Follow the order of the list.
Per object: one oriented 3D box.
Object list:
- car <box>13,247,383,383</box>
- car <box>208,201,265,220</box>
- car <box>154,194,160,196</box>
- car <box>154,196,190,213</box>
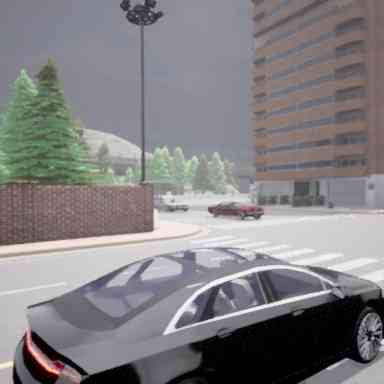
[{"bbox_3d":[0.560,1.464,4.132,4.902,1.511,2.128,-1,0,-35],"label":"car"},{"bbox_3d":[3.332,1.369,25.588,1.895,1.301,4.718,-1,0,-35],"label":"car"},{"bbox_3d":[-5.615,1.260,43.624,1.812,1.442,4.674,-1,0,-10],"label":"car"},{"bbox_3d":[-2.090,1.363,34.051,1.895,1.301,4.718,-1,0,-30],"label":"car"}]
